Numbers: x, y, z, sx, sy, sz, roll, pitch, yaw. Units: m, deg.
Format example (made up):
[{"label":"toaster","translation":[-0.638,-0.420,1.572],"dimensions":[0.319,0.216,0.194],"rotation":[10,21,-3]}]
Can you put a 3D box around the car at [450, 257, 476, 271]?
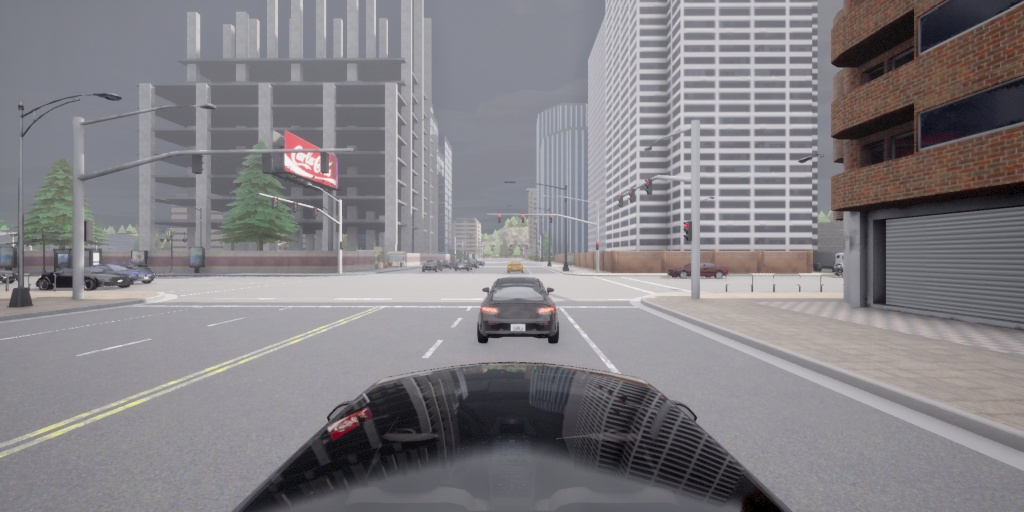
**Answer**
[{"label":"car","translation":[-6.533,1.241,48.558],"dimensions":[2.128,1.511,4.902],"rotation":[0,0,1]}]

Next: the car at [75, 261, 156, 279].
[{"label":"car","translation":[-35.580,1.241,32.288],"dimensions":[4.902,1.511,2.128],"rotation":[0,0,0]}]

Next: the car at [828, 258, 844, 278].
[{"label":"car","translation":[31.568,1.227,31.796],"dimensions":[5.008,1.535,1.882],"rotation":[0,0,1]}]

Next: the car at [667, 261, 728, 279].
[{"label":"car","translation":[16.475,1.228,31.927],"dimensions":[5.008,1.535,1.882],"rotation":[0,0,0]}]

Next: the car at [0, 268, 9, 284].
[{"label":"car","translation":[-34.199,1.102,21.581],"dimensions":[4.553,1.767,2.097],"rotation":[0,0,0]}]

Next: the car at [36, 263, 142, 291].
[{"label":"car","translation":[-25.501,1.314,21.518],"dimensions":[4.181,1.385,1.994],"rotation":[0,0,0]}]

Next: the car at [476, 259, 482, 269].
[{"label":"car","translation":[-6.409,1.255,57.930],"dimensions":[1.837,1.490,4.892],"rotation":[0,0,1]}]

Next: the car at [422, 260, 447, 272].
[{"label":"car","translation":[-10.073,1.255,45.653],"dimensions":[1.837,1.490,4.892],"rotation":[0,0,1]}]

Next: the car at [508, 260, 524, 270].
[{"label":"car","translation":[0.470,1.227,44.351],"dimensions":[1.882,1.535,5.008],"rotation":[0,0,1]}]

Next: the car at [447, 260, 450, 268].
[{"label":"car","translation":[-9.950,1.297,55.389],"dimensions":[2.033,1.411,5.357],"rotation":[0,0,1]}]

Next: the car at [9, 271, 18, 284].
[{"label":"car","translation":[-37.843,1.255,25.108],"dimensions":[4.892,1.490,1.837],"rotation":[0,0,0]}]

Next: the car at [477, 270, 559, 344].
[{"label":"car","translation":[0.161,1.276,9.513],"dimensions":[1.812,1.442,4.674],"rotation":[0,0,1]}]

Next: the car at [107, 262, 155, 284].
[{"label":"car","translation":[-27.853,1.276,25.035],"dimensions":[4.674,1.442,1.812],"rotation":[0,0,0]}]
